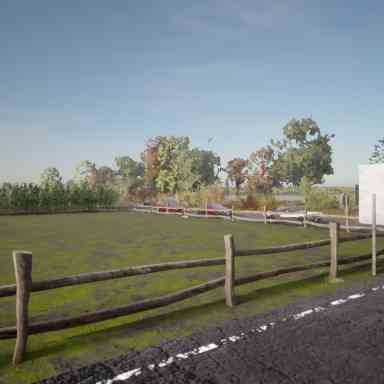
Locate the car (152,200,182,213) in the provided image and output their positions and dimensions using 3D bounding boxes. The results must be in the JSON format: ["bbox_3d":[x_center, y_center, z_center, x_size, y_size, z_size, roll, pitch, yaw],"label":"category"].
[{"bbox_3d":[-3.058,1.983,43.668,1.882,1.535,5.008,-1,0,-29],"label":"car"}]

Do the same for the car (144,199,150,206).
[{"bbox_3d":[-8.605,2.254,67.435,2.128,1.511,4.902,0,0,-19],"label":"car"}]

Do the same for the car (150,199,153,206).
[{"bbox_3d":[-5.329,2.159,56.331,1.812,1.442,4.674,0,-1,-18],"label":"car"}]

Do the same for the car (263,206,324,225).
[{"bbox_3d":[8.063,1.833,26.783,1.895,1.301,4.718,-1,0,-35],"label":"car"}]

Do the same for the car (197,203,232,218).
[{"bbox_3d":[2.299,1.898,35.097,1.812,1.442,4.674,-1,0,-34],"label":"car"}]
